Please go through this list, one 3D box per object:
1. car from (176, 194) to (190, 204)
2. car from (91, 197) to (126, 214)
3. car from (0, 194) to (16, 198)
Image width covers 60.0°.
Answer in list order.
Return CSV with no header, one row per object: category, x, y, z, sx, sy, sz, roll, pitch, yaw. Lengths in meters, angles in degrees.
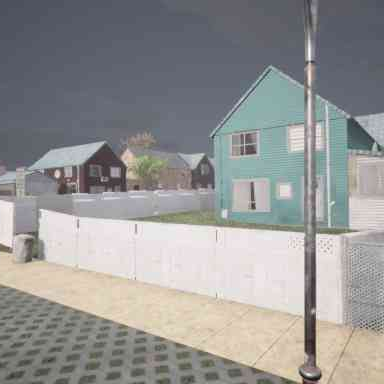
car,-1.872,0.685,36.777,1.882,1.535,5.008,-1,1,35
car,-7.549,0.950,28.692,1.882,1.535,5.008,-1,1,35
car,-12.718,1.067,21.325,2.097,1.767,4.553,-1,1,35
